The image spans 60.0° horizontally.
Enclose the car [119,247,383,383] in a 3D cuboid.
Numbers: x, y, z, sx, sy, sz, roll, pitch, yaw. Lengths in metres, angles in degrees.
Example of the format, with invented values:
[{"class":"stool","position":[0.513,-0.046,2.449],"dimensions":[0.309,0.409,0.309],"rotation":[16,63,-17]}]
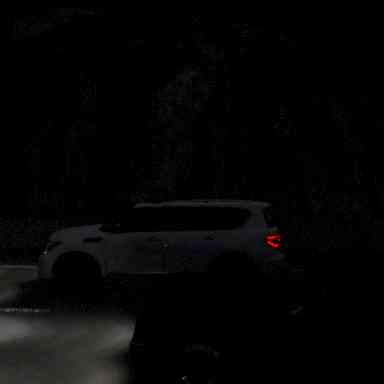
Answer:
[{"class":"car","position":[1.648,1.600,4.388],"dimensions":[4.718,1.301,1.895],"rotation":[0,0,2]}]

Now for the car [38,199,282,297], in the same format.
[{"class":"car","position":[-0.660,1.202,7.983],"dimensions":[5.566,2.045,2.150],"rotation":[0,0,2]}]
